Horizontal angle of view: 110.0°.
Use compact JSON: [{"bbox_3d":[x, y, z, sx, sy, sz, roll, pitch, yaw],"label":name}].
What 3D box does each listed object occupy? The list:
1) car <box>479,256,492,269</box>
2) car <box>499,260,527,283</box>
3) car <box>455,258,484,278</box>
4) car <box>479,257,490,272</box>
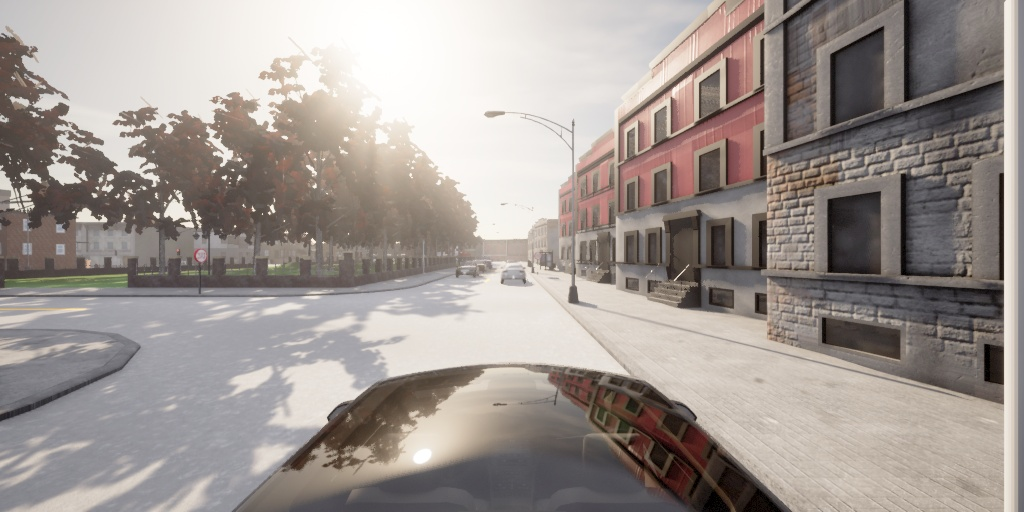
[{"bbox_3d":[-4.205,0.971,55.051,2.150,2.045,5.566,0,0,0],"label":"car"},{"bbox_3d":[0.091,1.275,28.069,1.812,1.442,4.674,0,0,0],"label":"car"},{"bbox_3d":[-4.184,1.241,34.169,2.128,1.511,4.902,0,0,0],"label":"car"},{"bbox_3d":[-4.205,1.227,44.317,1.882,1.535,5.008,0,0,0],"label":"car"}]
